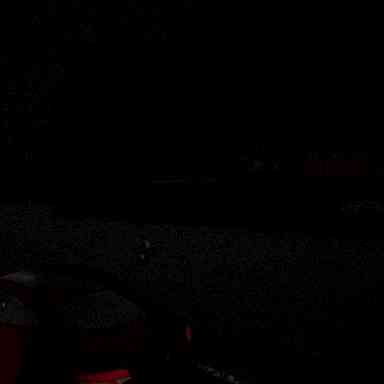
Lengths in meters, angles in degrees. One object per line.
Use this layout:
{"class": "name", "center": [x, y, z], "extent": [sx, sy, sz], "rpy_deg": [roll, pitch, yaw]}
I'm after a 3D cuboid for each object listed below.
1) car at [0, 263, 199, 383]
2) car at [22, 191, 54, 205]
{"class": "car", "center": [-1.868, 1.581, 4.135], "extent": [4.206, 1.307, 1.802], "rpy_deg": [0, 1, 36]}
{"class": "car", "center": [-19.133, 0.734, 42.440], "extent": [2.097, 1.767, 4.553], "rpy_deg": [1, 2, 36]}
